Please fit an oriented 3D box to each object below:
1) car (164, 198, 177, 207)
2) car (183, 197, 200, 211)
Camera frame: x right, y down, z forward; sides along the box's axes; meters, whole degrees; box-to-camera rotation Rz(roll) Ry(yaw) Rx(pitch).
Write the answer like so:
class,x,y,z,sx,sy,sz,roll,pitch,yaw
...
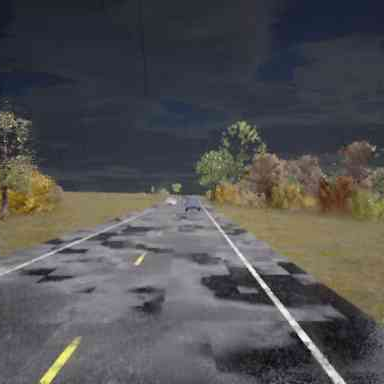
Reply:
class,x,y,z,sx,sy,sz,roll,pitch,yaw
car,-3.565,1.696,55.458,1.812,1.442,4.674,0,0,0
car,0.096,1.679,43.356,2.033,1.411,5.357,0,0,0
